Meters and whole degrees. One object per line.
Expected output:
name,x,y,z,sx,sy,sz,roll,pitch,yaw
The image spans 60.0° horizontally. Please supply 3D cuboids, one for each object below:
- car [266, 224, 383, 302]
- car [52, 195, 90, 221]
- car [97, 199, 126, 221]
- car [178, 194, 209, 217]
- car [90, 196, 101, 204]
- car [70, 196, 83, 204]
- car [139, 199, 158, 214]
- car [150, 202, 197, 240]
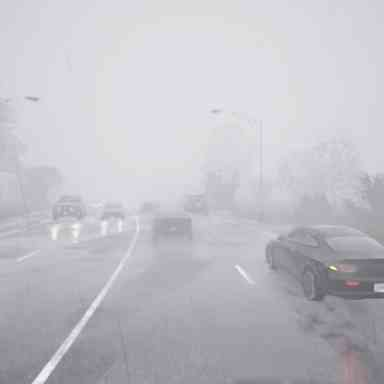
car,3.232,1.521,8.161,1.812,1.442,4.674,0,0,-3
car,-10.111,1.246,27.787,2.150,2.045,5.566,0,0,-12
car,-6.587,1.567,28.073,2.033,1.411,5.357,0,0,-11
car,-0.006,1.234,31.628,2.150,2.045,5.566,0,0,-12
car,-19.398,1.546,66.686,2.128,1.511,4.902,0,0,-24
car,-22.923,1.561,66.001,1.994,1.385,4.181,0,0,-24
car,-4.475,1.497,35.267,1.882,1.535,5.008,0,0,-14
car,-1.115,1.485,17.202,1.882,1.535,5.008,0,0,-7
